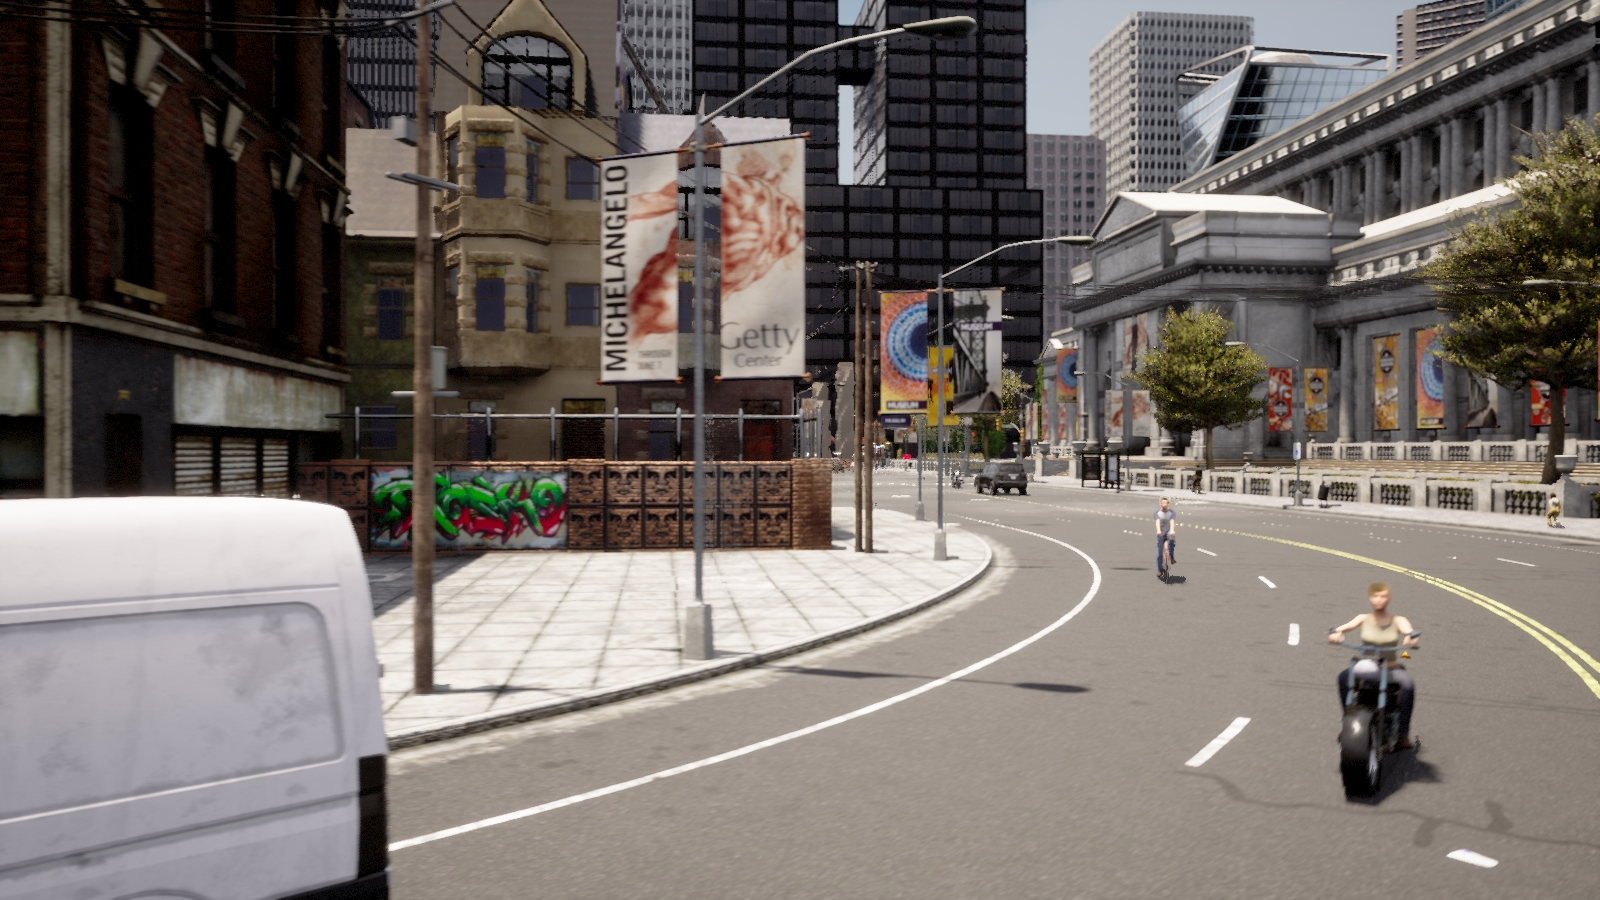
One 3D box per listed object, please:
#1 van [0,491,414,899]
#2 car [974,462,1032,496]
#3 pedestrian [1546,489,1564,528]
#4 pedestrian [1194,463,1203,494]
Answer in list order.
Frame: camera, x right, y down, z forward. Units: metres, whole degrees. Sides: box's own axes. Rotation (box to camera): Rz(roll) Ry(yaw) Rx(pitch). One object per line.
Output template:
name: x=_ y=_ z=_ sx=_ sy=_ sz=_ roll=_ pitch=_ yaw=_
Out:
van: x=-4.807 y=1.537 z=4.496 sx=5.915 sy=2.561 sz=1.988 roll=0 pitch=0 yaw=-40
car: x=12.853 y=1.798 z=72.848 sx=2.150 sy=2.045 sz=5.566 roll=0 pitch=0 yaw=-6
pedestrian: x=25.655 y=1.982 z=38.825 sx=0.375 sy=1.300 sz=0.375 roll=0 pitch=0 yaw=-4
pedestrian: x=23.845 y=1.711 z=68.416 sx=0.375 sy=1.860 sz=0.375 roll=0 pitch=0 yaw=-9
